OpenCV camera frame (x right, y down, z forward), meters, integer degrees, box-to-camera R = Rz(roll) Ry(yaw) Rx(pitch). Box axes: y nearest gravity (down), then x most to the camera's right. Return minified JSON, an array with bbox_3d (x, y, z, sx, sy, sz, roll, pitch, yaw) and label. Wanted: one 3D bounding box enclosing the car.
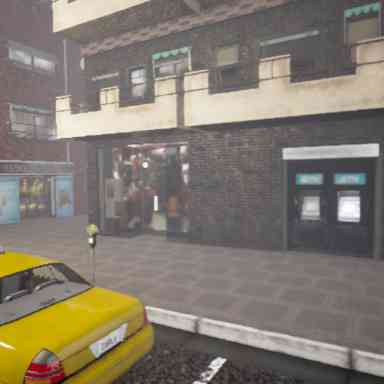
[{"bbox_3d":[-2.803,1.384,4.298,4.829,1.417,1.752,0,4,29],"label":"car"}]
